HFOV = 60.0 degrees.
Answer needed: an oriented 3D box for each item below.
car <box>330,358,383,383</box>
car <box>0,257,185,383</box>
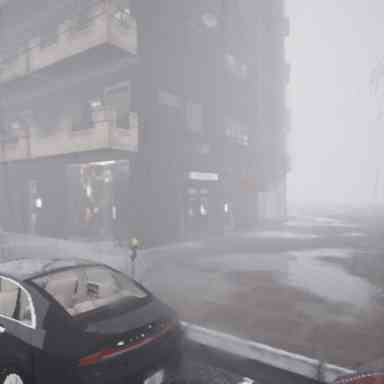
[{"bbox_3d":[2.398,1.439,1.180,4.097,1.590,1.967,0,-1,35],"label":"car"},{"bbox_3d":[-2.139,1.551,4.408,4.403,1.369,2.008,0,-1,35],"label":"car"}]
